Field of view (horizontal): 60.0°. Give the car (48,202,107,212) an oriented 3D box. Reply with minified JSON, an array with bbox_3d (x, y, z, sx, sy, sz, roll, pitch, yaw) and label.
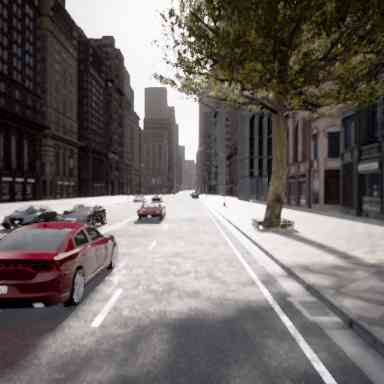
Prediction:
[{"bbox_3d":[-6.593,1.416,20.453,2.128,1.511,4.902,0,0,0],"label":"car"}]

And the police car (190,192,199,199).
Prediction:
[{"bbox_3d":[1.001,1.101,94.647,1.930,1.638,5.238,0,0,0],"label":"police car"}]

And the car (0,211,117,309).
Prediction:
[{"bbox_3d":[-3.149,1.448,7.947,1.882,1.535,5.008,0,0,0],"label":"car"}]

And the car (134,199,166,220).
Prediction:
[{"bbox_3d":[-3.143,1.502,26.846,1.895,1.301,4.718,0,0,0],"label":"car"}]

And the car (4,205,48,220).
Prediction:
[{"bbox_3d":[-9.842,1.488,20.653,1.994,1.385,4.181,0,0,0],"label":"car"}]

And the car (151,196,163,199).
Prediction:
[{"bbox_3d":[-6.510,1.377,61.601,1.895,1.301,4.718,0,0,1],"label":"car"}]

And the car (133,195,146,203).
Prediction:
[{"bbox_3d":[-9.761,1.300,62.020,1.812,1.442,4.674,0,0,1],"label":"car"}]
